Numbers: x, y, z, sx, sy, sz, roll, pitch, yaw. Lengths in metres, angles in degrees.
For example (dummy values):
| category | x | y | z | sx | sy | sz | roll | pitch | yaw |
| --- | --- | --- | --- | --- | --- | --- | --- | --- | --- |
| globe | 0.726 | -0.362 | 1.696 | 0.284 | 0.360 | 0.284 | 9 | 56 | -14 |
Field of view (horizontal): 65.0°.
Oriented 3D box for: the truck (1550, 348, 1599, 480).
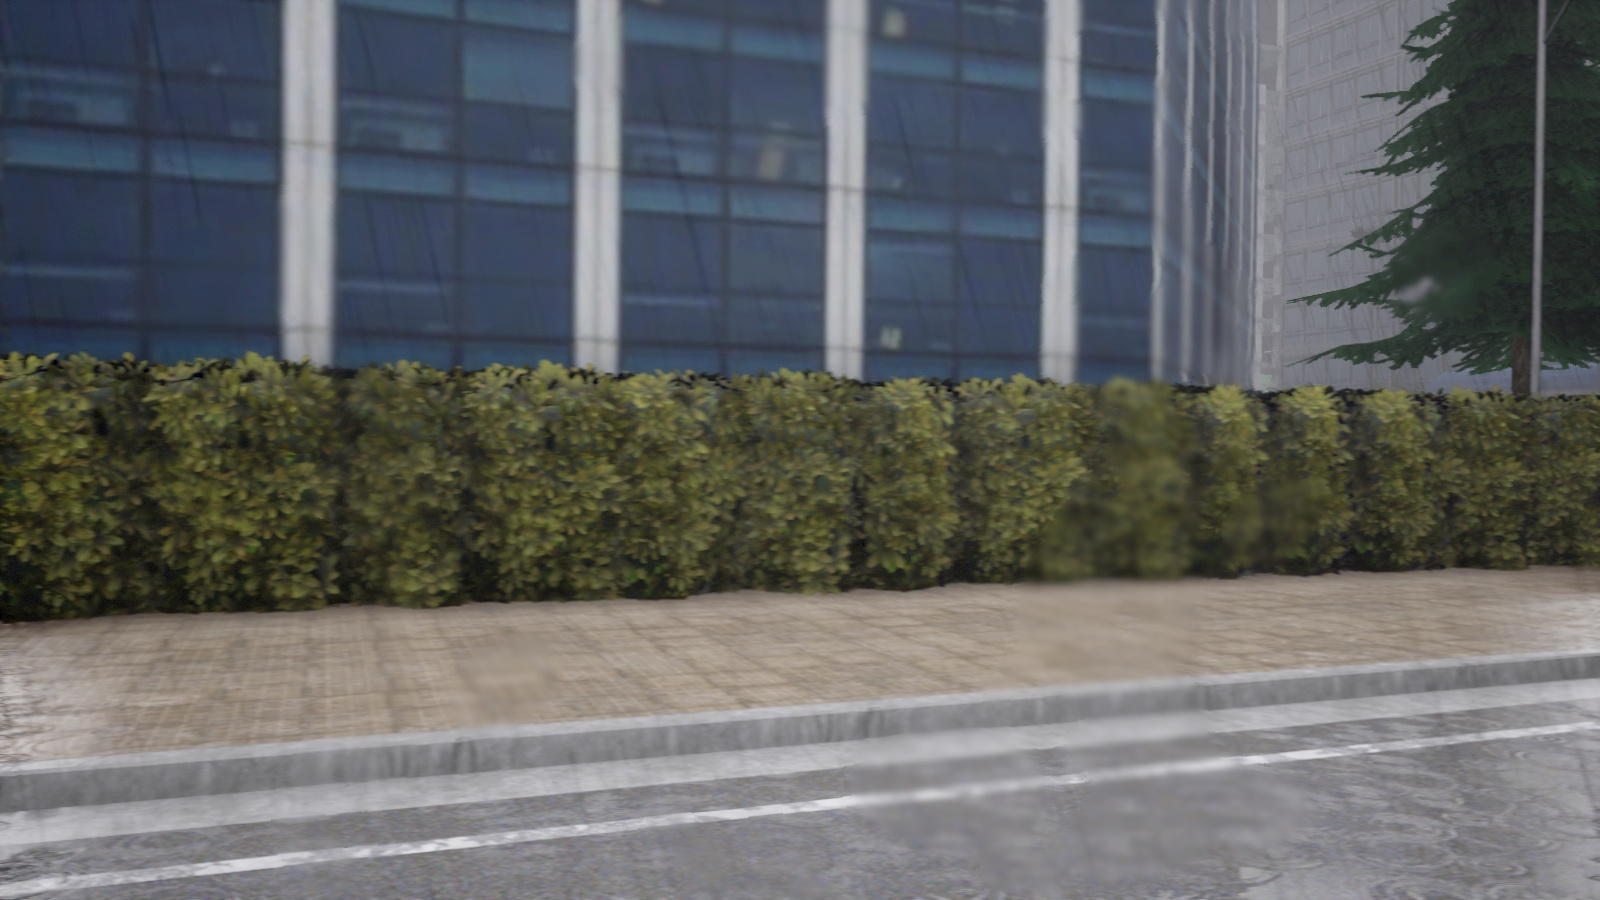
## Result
| category | x | y | z | sx | sy | sz | roll | pitch | yaw |
| --- | --- | --- | --- | --- | --- | --- | --- | --- | --- |
| truck | 23.204 | -0.939 | 30.989 | 2.891 | 3.462 | 7.936 | -1 | 1 | -21 |
